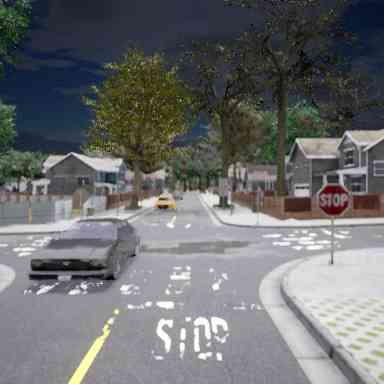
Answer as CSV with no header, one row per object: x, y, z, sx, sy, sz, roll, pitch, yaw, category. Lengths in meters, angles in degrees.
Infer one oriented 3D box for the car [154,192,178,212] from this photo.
-2.686,1.126,33.525,1.882,1.535,5.008,0,1,0,car

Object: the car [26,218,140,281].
-2.749,1.502,9.851,2.033,1.411,5.357,0,-1,0,car

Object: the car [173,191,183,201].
-2.637,0.588,58.487,2.097,1.767,4.553,0,1,0,car
